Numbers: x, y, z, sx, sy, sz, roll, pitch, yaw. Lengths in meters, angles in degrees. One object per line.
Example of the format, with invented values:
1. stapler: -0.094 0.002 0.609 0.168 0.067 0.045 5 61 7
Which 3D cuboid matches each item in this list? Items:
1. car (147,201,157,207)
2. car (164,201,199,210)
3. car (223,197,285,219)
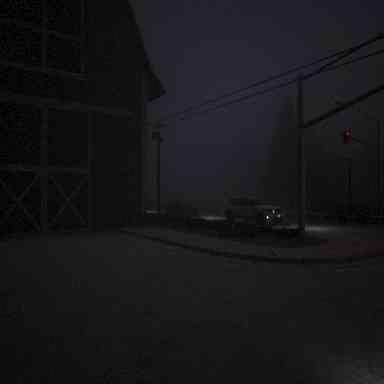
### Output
1. car: -6.682 1.924 49.595 1.895 1.301 4.718 0 0 -34
2. car: -1.155 1.713 35.178 1.882 1.535 5.008 0 0 -35
3. car: 4.772 1.402 26.533 2.150 2.045 5.566 0 0 -34
